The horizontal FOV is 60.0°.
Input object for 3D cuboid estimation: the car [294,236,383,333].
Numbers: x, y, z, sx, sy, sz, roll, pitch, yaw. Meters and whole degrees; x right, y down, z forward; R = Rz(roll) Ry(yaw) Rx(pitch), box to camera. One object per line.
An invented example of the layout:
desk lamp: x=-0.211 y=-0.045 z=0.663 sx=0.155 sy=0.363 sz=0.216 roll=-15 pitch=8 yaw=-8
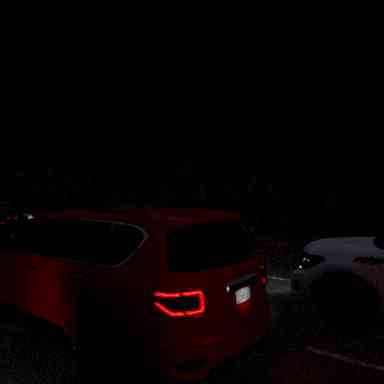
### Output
car: x=4.475 y=1.242 z=5.176 sx=5.566 sy=2.045 sz=2.150 roll=0 pitch=0 yaw=36

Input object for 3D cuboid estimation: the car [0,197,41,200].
car: x=-9.333 y=1.301 z=17.564 sx=2.150 sy=2.045 sz=5.566 roll=0 pitch=0 yaw=-42

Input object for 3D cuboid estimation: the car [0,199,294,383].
car: x=-1.512 y=1.246 z=5.380 sx=5.566 sy=2.045 sz=2.150 roll=0 pitch=0 yaw=39
